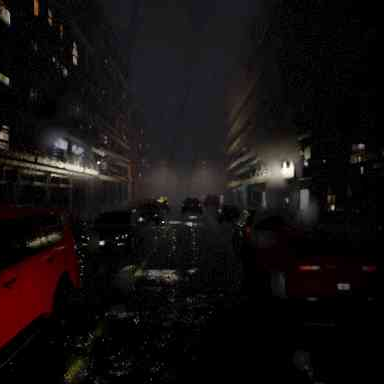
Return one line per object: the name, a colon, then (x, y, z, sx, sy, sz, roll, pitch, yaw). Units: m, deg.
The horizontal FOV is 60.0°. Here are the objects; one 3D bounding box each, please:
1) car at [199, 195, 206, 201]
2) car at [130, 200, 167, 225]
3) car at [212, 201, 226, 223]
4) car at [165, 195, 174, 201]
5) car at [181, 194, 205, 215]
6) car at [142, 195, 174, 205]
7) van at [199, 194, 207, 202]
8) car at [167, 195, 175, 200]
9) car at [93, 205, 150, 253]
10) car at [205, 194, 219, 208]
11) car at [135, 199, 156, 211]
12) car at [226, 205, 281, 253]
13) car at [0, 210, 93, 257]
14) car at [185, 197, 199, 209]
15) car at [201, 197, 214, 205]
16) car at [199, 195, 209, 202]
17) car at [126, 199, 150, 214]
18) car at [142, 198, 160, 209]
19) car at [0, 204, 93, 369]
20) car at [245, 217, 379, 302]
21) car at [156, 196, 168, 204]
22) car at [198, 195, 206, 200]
car: (2.672, 1.548, 85.466, 1.887, 1.381, 4.507, 0, 0, 0)
car: (-3.097, 1.522, 24.069, 1.812, 1.442, 4.674, 0, 0, 0)
car: (2.689, 1.578, 24.708, 1.802, 1.307, 4.206, 1, 0, 0)
car: (-5.709, 1.555, 85.478, 2.008, 1.369, 4.403, 1, 0, 0)
car: (-0.010, 1.348, 34.368, 2.097, 1.767, 4.553, 0, 0, 0)
car: (-3.011, 1.267, 30.379, 1.994, 1.385, 4.181, 0, 0, 0)
van: (2.675, 1.343, 79.943, 1.690, 1.788, 3.998, 1, 0, 0)
car: (-5.711, 1.557, 91.001, 2.008, 1.369, 4.403, 1, 0, 0)
car: (-3.099, 1.503, 13.797, 1.837, 1.490, 4.892, 0, 0, 0)
car: (2.686, 1.311, 46.803, 2.192, 1.841, 5.009, 1, 0, 0)
car: (-5.696, 1.547, 41.290, 2.008, 1.369, 4.403, 1, 0, 0)
car: (2.694, 1.438, 13.662, 1.967, 1.590, 4.097, 1, 0, 0)
car: (-5.688, 1.543, 13.673, 1.887, 1.381, 4.507, 1, 0, 0)
car: (0.004, 1.503, 46.166, 1.837, 1.490, 4.892, 0, 1, 0)
car: (2.680, 1.563, 57.849, 1.947, 1.339, 4.313, 1, 0, 0)
car: (2.676, 1.440, 74.420, 1.967, 1.590, 4.097, 1, 0, 0)
car: (-5.695, 1.522, 35.597, 1.752, 1.417, 4.829, 1, 0, 0)
car: (-5.698, 1.541, 46.814, 1.887, 1.381, 4.507, 1, 0, 0)
car: (-3.086, 1.221, 3.850, 2.150, 2.045, 5.566, 0, 0, 0)
car: (2.695, 1.543, 8.138, 1.887, 1.381, 4.507, 1, 0, 0)
car: (-5.702, 1.523, 63.213, 1.752, 1.417, 4.829, 1, 0, 0)
car: (2.670, 1.551, 90.990, 1.887, 1.381, 4.507, 0, 0, 0)
